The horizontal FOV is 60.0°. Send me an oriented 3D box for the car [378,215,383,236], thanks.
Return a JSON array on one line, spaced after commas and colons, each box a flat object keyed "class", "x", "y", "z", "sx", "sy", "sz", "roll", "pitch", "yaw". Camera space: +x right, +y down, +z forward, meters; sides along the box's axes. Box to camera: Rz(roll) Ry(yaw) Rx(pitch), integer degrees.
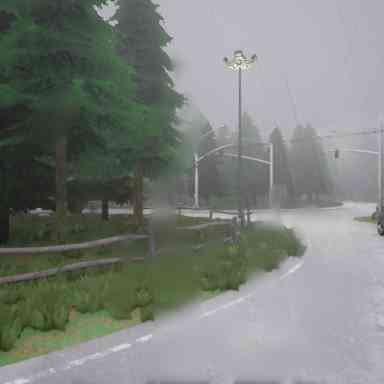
[{"class": "car", "x": 10.250, "y": 1.352, "z": 15.377, "sx": 2.097, "sy": 1.767, "sz": 4.553, "roll": 0, "pitch": 0, "yaw": 15}]
